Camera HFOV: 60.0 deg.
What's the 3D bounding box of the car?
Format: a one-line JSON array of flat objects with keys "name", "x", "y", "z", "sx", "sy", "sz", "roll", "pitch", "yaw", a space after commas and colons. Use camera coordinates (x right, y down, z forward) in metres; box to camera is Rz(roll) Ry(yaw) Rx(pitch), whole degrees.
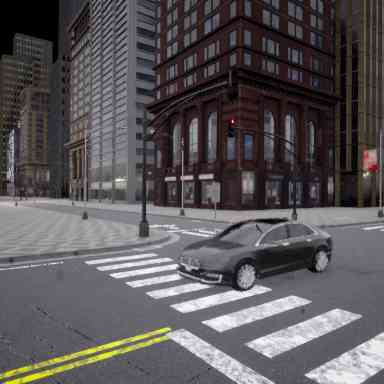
[{"name": "car", "x": 1.889, "y": 1.506, "z": 9.043, "sx": 4.892, "sy": 1.490, "sz": 1.837, "roll": 0, "pitch": 0, "yaw": -36}]
